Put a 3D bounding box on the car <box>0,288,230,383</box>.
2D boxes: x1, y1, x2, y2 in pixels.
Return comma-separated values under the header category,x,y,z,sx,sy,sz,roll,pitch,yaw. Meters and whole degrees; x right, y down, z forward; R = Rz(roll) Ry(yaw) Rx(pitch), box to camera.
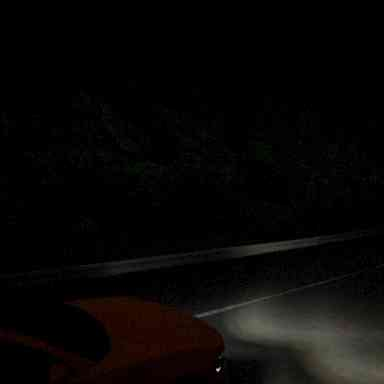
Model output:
category,x,y,z,sx,sy,sz,roll,pitch,yaw
car,-1.937,1.480,2.437,5.008,1.535,1.882,1,0,-36
